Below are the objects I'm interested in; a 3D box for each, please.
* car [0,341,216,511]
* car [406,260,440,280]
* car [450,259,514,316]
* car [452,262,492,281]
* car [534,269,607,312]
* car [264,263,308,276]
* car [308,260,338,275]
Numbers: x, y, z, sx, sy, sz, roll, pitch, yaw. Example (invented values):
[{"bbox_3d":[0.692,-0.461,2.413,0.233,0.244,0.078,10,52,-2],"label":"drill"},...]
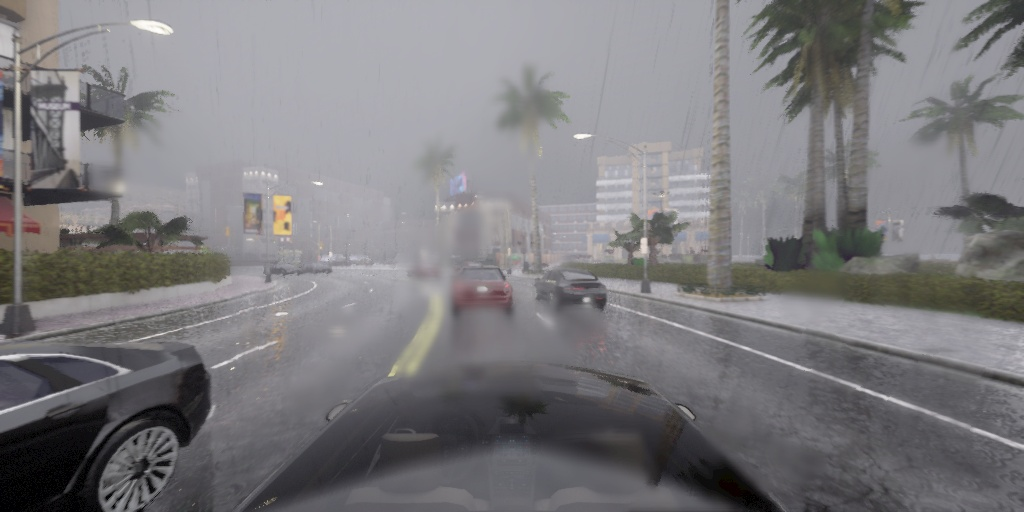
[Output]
[{"bbox_3d":[-3.765,1.265,1.390,2.128,1.511,4.902,0,0,-1],"label":"car"},{"bbox_3d":[-7.885,1.373,32.267,1.812,1.442,4.674,0,0,-31],"label":"car"},{"bbox_3d":[-1.242,1.129,13.713,2.097,1.767,4.553,0,0,-9],"label":"car"},{"bbox_3d":[-3.658,1.298,31.903,1.882,1.535,5.008,0,0,-28],"label":"car"},{"bbox_3d":[2.178,1.261,14.432,1.837,1.490,4.892,0,0,-9],"label":"car"},{"bbox_3d":[-26.021,1.579,40.813,5.357,1.411,2.033,0,0,31],"label":"car"},{"bbox_3d":[-24.163,1.516,43.775,5.357,1.411,2.033,0,0,31],"label":"car"}]
